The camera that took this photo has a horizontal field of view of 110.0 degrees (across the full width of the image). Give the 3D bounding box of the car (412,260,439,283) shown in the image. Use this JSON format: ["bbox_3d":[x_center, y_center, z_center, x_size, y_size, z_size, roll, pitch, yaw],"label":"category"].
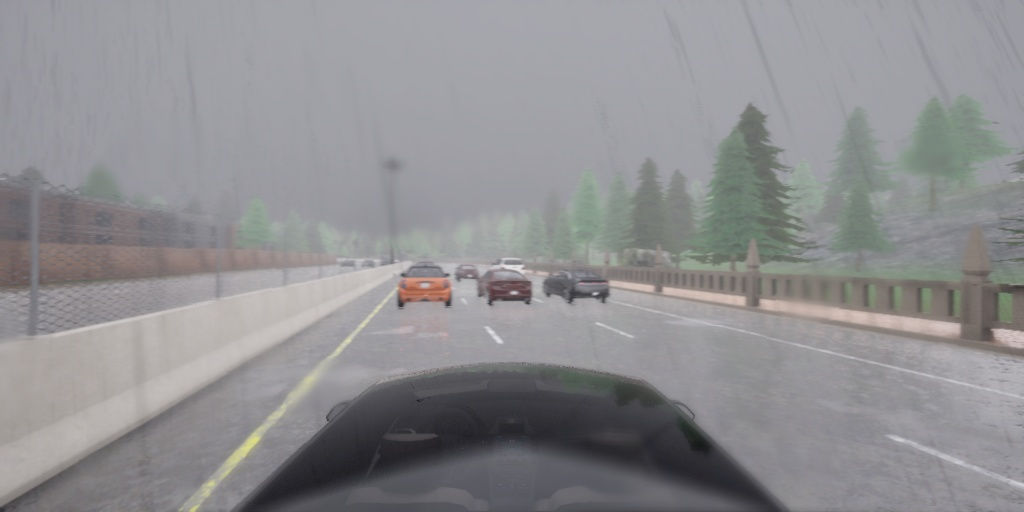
[{"bbox_3d":[-7.289,1.215,30.275,2.097,1.767,4.553,1,-1,-13],"label":"car"}]

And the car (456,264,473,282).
[{"bbox_3d":[-3.956,1.443,31.379,1.812,1.442,4.674,1,0,-13],"label":"car"}]

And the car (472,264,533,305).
[{"bbox_3d":[-0.478,1.333,16.892,1.882,1.535,5.008,1,0,-13],"label":"car"}]

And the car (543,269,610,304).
[{"bbox_3d":[2.967,1.398,17.528,2.128,1.511,4.902,1,0,-13],"label":"car"}]

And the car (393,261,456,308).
[{"bbox_3d":[-3.789,1.153,15.688,2.097,1.767,4.553,1,-1,-13],"label":"car"}]

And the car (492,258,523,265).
[{"bbox_3d":[-0.466,1.183,31.839,2.150,2.045,5.566,1,0,-13],"label":"car"}]
